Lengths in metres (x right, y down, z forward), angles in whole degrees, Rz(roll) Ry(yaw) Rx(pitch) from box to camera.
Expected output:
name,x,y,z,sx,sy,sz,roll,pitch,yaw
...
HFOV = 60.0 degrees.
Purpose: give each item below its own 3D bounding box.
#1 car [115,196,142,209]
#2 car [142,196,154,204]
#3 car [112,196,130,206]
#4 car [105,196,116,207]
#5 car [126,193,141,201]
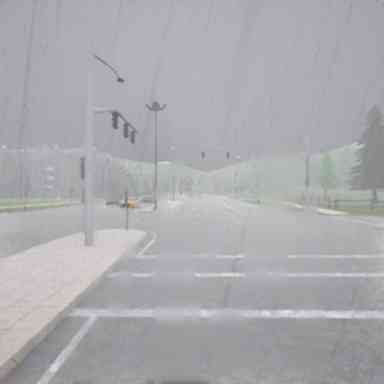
name,x,y,z,sx,sy,sz,roll,pitch,yaw
car,-8.071,1.375,42.937,1.882,1.535,5.008,0,0,0
car,-8.019,1.421,60.278,1.994,1.385,4.181,0,0,1
car,-11.470,1.383,54.179,1.994,1.385,4.181,0,1,1
car,-11.568,1.381,49.534,1.837,1.490,4.892,0,0,0
car,-11.484,0.999,65.370,2.033,1.411,5.357,0,0,0
